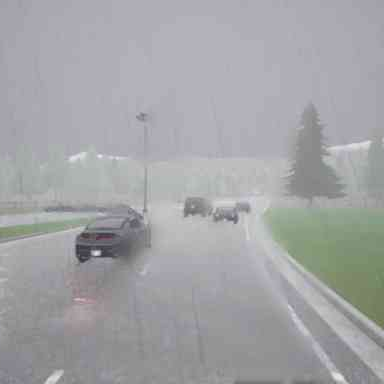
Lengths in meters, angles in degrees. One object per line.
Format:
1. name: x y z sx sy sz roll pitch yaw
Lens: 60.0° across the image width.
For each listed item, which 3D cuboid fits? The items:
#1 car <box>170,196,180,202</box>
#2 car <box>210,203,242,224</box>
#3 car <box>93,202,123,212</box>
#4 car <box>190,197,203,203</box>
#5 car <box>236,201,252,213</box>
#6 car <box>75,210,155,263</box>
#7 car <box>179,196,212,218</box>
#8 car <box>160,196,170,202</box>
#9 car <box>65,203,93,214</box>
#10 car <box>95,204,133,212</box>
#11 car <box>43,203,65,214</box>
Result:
1. car: -2.753 1.911 80.704 2.150 2.045 5.566 0 -1 15
2. car: 2.938 1.872 27.868 1.895 1.301 4.718 0 -1 10
3. car: -9.630 1.945 41.138 2.033 1.411 5.357 0 -1 15
4. car: 1.093 1.931 81.603 2.128 1.511 4.902 0 -1 14
5. car: 6.506 1.907 42.663 2.128 1.511 4.902 0 -1 14
6. car: -2.689 1.627 12.524 1.837 1.490 4.892 0 -1 5
7. car: 0.694 1.552 34.031 2.150 2.045 5.566 0 -1 13
8. car: -6.142 1.921 81.580 2.150 2.045 5.566 0 -1 15
9. car: -13.215 1.999 41.275 1.895 1.301 4.718 0 -1 15
10. car: -4.853 1.792 23.508 1.994 1.385 4.181 0 -1 8
11. car: -16.601 2.007 42.157 1.895 1.301 4.718 0 -1 15
